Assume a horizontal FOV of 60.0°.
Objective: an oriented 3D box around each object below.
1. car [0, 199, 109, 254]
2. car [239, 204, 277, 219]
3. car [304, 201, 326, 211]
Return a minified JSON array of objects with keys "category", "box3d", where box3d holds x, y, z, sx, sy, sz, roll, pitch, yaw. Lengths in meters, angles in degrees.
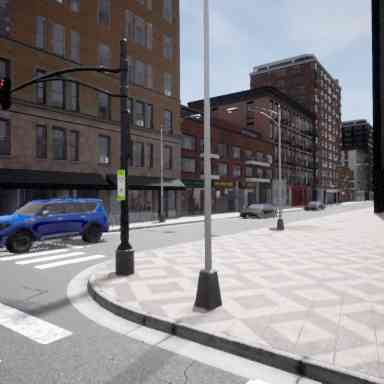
[{"category":"car","box3d":[-6.241,1.324,14.525,2.150,2.045,5.566,-1,-1,36]},{"category":"car","box3d":[6.555,1.833,32.304,2.033,1.411,5.357,-1,-1,36]},{"category":"car","box3d":[17.602,2.024,47.493,2.033,1.411,5.357,-1,-1,36]}]
